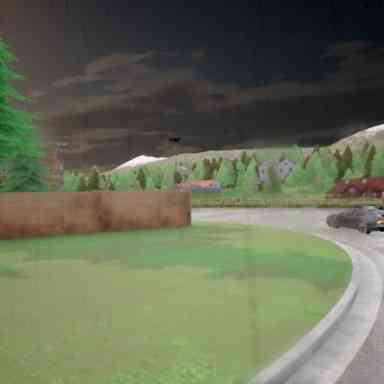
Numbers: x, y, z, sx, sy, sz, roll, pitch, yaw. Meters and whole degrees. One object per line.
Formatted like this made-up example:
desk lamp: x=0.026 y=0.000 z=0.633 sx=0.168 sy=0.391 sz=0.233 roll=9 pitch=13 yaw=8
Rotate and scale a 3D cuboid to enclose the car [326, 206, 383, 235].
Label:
car: x=9.523 y=1.509 z=18.480 sx=2.033 sy=1.411 sz=5.357 roll=-1 pitch=-1 yaw=-6
